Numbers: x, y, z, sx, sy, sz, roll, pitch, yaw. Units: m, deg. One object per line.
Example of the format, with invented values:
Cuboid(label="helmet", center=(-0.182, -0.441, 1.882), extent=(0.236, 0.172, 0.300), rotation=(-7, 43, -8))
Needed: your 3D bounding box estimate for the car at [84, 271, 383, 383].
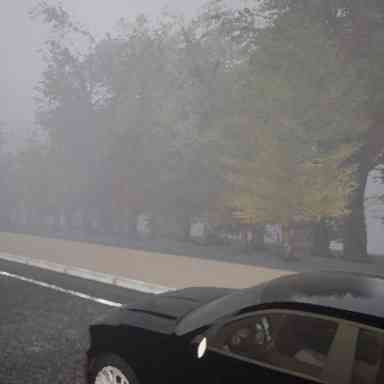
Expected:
Cuboid(label="car", center=(1.138, 1.479, 2.869), extent=(5.008, 1.535, 1.882), rotation=(0, 0, 35))
